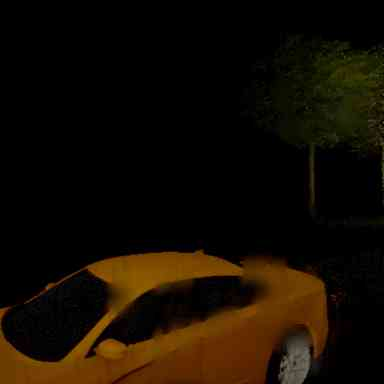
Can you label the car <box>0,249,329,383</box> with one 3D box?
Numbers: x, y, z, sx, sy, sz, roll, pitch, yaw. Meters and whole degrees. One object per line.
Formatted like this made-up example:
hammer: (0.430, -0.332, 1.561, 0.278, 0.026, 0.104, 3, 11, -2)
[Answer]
car: (-0.577, 1.474, 3.579, 5.008, 1.535, 1.882, 0, 0, -36)
